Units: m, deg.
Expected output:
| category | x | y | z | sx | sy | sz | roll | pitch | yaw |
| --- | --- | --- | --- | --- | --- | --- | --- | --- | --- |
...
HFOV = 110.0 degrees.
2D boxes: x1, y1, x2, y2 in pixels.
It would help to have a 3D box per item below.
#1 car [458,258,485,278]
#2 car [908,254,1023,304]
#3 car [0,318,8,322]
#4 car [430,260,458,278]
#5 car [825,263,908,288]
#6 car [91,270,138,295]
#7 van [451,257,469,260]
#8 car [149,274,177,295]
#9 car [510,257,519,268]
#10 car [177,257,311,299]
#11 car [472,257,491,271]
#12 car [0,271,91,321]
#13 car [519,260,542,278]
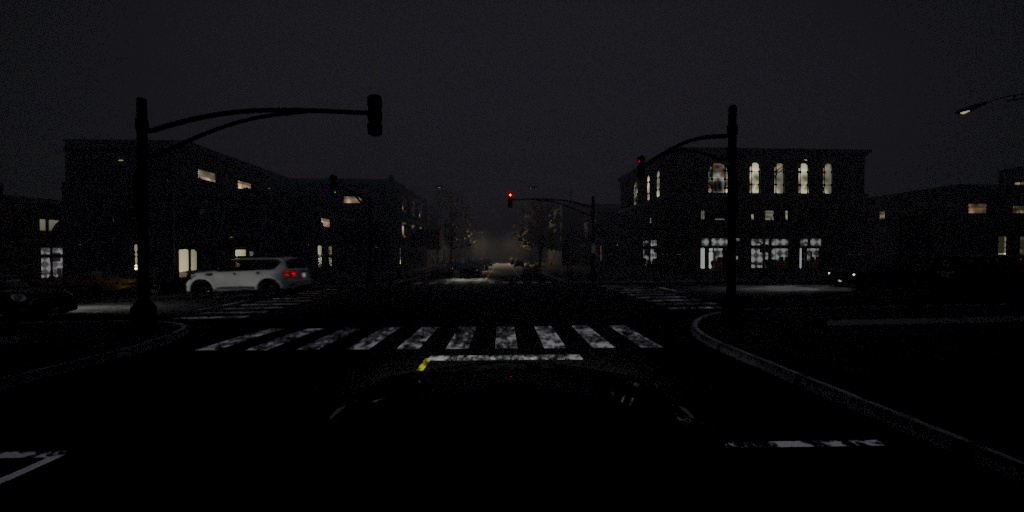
| category | x | y | z | sx | sy | sz | roll | pitch | yaw |
| --- | --- | --- | --- | --- | --- | --- | --- | --- | --- |
| car | -3.928 | 1.218 | 34.435 | 1.882 | 1.535 | 5.008 | 0 | 1 | -2 |
| car | 19.639 | 0.841 | 14.396 | 5.009 | 1.841 | 2.192 | 0 | 0 | -3 |
| car | -5.661 | 1.295 | 1.106 | 1.888 | 1.381 | 4.507 | 0 | 0 | -1 |
| car | -6.499 | 1.322 | 33.614 | 1.802 | 1.307 | 4.207 | 0 | 0 | -1 |
| car | 20.620 | 1.060 | 20.230 | 4.718 | 1.301 | 1.895 | -1 | 1 | -2 |
| car | -24.502 | 1.498 | 20.855 | 4.829 | 1.417 | 1.751 | 0 | 0 | -3 |
| van | -6.785 | 1.077 | 44.703 | 1.690 | 1.789 | 3.998 | 0 | 0 | -1 |
| car | -18.683 | 1.471 | 21.110 | 4.313 | 1.339 | 1.948 | 0 | 0 | -2 |
| car | 1.164 | 1.281 | 61.552 | 2.007 | 1.370 | 4.403 | 0 | 0 | -1 |
| car | -13.660 | 1.091 | 18.842 | 5.566 | 2.045 | 2.150 | -1 | 0 | -1 |
| car | -4.322 | 1.213 | 49.886 | 1.882 | 1.535 | 5.008 | 0 | 1 | -2 |
| car | -18.349 | 1.421 | 12.769 | 4.097 | 1.591 | 1.967 | 0 | 0 | -3 |
| car | 1.874 | 1.266 | 34.000 | 1.751 | 1.417 | 4.829 | 0 | 0 | -1 |
